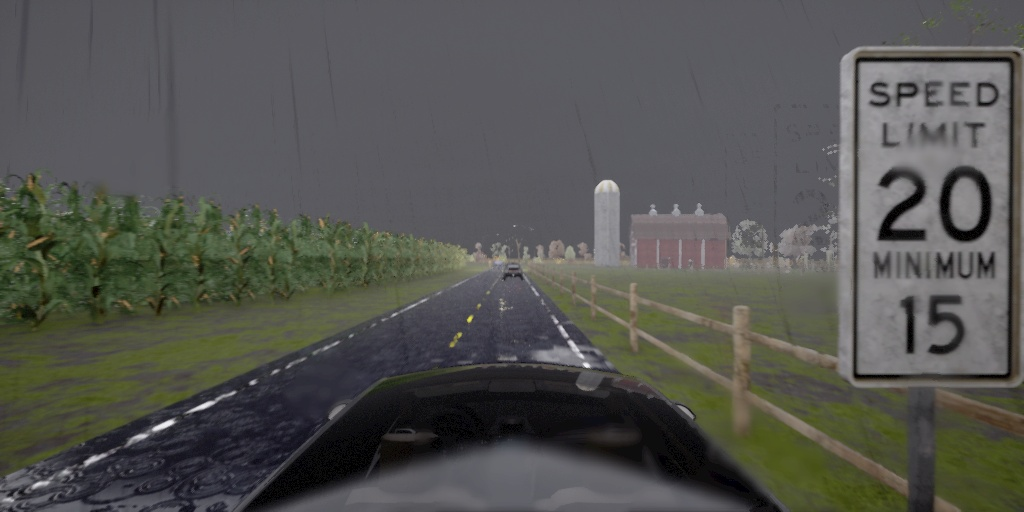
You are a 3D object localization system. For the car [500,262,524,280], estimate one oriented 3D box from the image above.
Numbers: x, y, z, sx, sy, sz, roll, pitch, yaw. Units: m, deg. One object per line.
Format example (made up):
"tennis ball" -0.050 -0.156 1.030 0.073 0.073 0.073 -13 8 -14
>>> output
"car" 0.108 1.455 34.308 1.837 1.490 4.892 0 0 0
